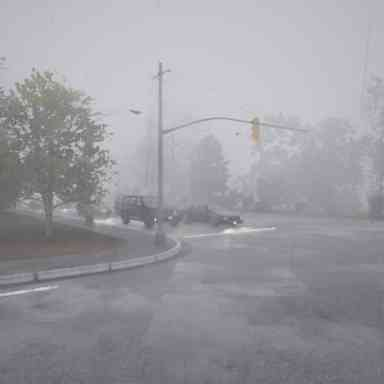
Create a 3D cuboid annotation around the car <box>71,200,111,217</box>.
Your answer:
[{"bbox_3d":[-9.111,1.515,30.704,2.128,1.511,4.902,0,0,-38],"label":"car"}]

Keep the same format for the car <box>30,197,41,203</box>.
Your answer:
[{"bbox_3d":[-38.681,1.899,82.152,2.033,1.411,5.357,0,0,-30],"label":"car"}]

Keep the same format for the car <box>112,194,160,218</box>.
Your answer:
[{"bbox_3d":[-5.459,1.241,31.714,2.150,2.045,5.566,0,0,-38],"label":"car"}]

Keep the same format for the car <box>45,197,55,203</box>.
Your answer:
[{"bbox_3d":[-36.211,1.968,84.832,1.895,1.301,4.718,0,0,-30],"label":"car"}]

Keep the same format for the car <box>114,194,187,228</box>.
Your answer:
[{"bbox_3d":[-2.997,1.241,22.755,2.150,2.045,5.566,0,0,-37],"label":"car"}]

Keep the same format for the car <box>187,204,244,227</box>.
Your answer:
[{"bbox_3d":[1.109,1.567,23.120,2.033,1.411,5.357,0,0,-37],"label":"car"}]

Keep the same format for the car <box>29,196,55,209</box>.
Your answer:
[{"bbox_3d":[-20.824,1.639,45.622,2.033,1.411,5.357,0,0,-38],"label":"car"}]

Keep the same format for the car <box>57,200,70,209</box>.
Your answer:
[{"bbox_3d":[-17.868,1.615,47.520,1.812,1.442,4.674,0,-1,-38],"label":"car"}]
